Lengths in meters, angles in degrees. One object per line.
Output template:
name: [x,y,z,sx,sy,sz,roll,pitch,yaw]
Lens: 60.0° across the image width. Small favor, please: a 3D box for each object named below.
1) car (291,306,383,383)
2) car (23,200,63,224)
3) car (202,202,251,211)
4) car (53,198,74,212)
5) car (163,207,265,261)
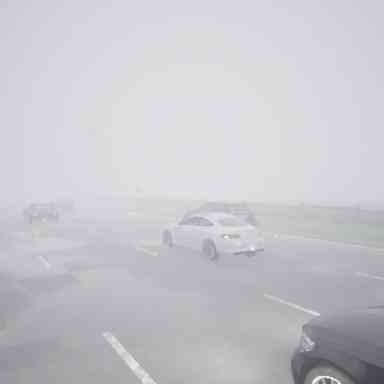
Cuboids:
car: [2.824,1.518,2.077,1.812,1.442,4.674,0,0,-32]
car: [-10.972,1.508,24.000,1.895,1.301,4.718,0,0,-32]
car: [1.350,1.286,17.563,2.097,1.767,4.553,0,0,-32]
car: [-13.933,1.343,35.282,1.882,1.535,5.008,0,0,-32]
car: [0.621,1.480,12.149,1.812,1.442,4.674,0,0,-32]
